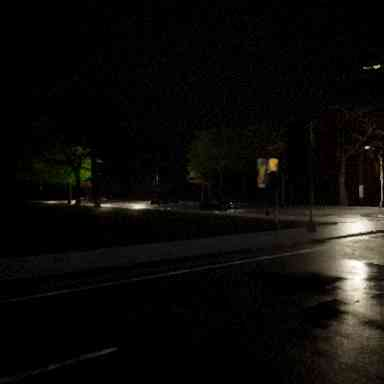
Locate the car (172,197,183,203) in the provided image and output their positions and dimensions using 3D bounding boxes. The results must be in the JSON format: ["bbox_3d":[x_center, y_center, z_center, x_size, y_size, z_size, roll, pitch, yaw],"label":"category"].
[{"bbox_3d":[-3.408,1.645,63.173,1.812,1.442,4.674,-1,0,-35],"label":"car"}]

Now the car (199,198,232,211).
[{"bbox_3d":[3.055,1.899,48.168,1.882,1.535,5.008,-1,0,-35],"label":"car"}]

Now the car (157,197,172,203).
[{"bbox_3d":[-6.066,1.780,61.307,1.994,1.385,4.181,-1,0,-35],"label":"car"}]

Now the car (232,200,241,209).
[{"bbox_3d":[5.335,1.713,50.587,2.097,1.767,4.553,-1,0,-35],"label":"car"}]
